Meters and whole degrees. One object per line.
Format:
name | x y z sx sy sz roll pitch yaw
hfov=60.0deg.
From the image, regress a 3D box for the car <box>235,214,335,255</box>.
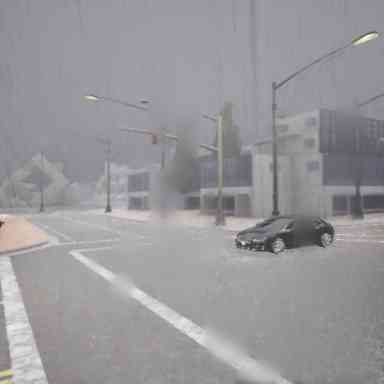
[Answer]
car | 4.074 1.750 14.268 4.892 1.490 1.837 0 -1 -31
